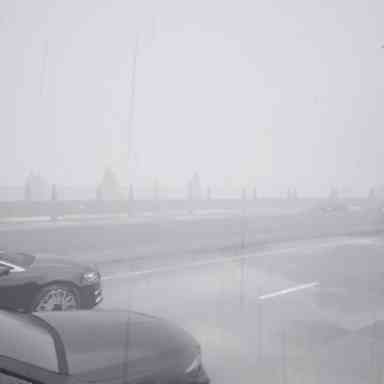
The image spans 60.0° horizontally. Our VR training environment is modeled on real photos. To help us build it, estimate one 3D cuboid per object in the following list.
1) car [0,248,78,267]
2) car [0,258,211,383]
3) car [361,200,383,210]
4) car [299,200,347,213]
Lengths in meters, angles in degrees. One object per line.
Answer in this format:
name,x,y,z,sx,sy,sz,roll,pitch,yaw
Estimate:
car,-3.914,1.492,5.254,4.902,1.511,2.128,0,0,-35
car,-2.002,1.526,2.320,4.674,1.442,1.812,0,0,-35
car,17.290,1.507,29.724,4.892,1.490,1.837,0,0,-21
car,12.420,1.494,31.455,4.902,1.511,2.128,0,0,-24
